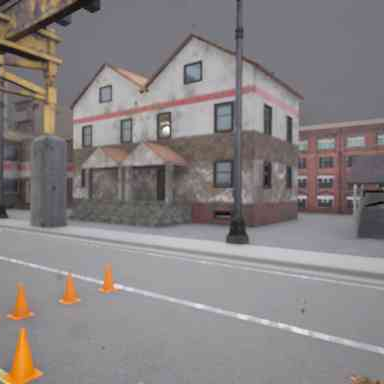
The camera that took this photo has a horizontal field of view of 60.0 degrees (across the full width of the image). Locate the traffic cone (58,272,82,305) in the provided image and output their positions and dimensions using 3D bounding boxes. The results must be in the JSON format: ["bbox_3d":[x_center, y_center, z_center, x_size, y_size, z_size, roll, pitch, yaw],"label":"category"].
[{"bbox_3d":[-2.510,1.954,6.840,0.340,0.580,0.340,0,0,36],"label":"traffic cone"}]

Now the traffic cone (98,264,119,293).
[{"bbox_3d":[-1.924,1.954,7.650,0.340,0.580,0.340,0,0,36],"label":"traffic cone"}]

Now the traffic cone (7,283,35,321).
[{"bbox_3d":[-3.096,1.953,6.030,0.340,0.580,0.340,0,0,36],"label":"traffic cone"}]

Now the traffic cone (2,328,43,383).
[{"bbox_3d":[-2.060,1.955,4.048,0.340,0.580,0.340,0,0,36],"label":"traffic cone"}]
